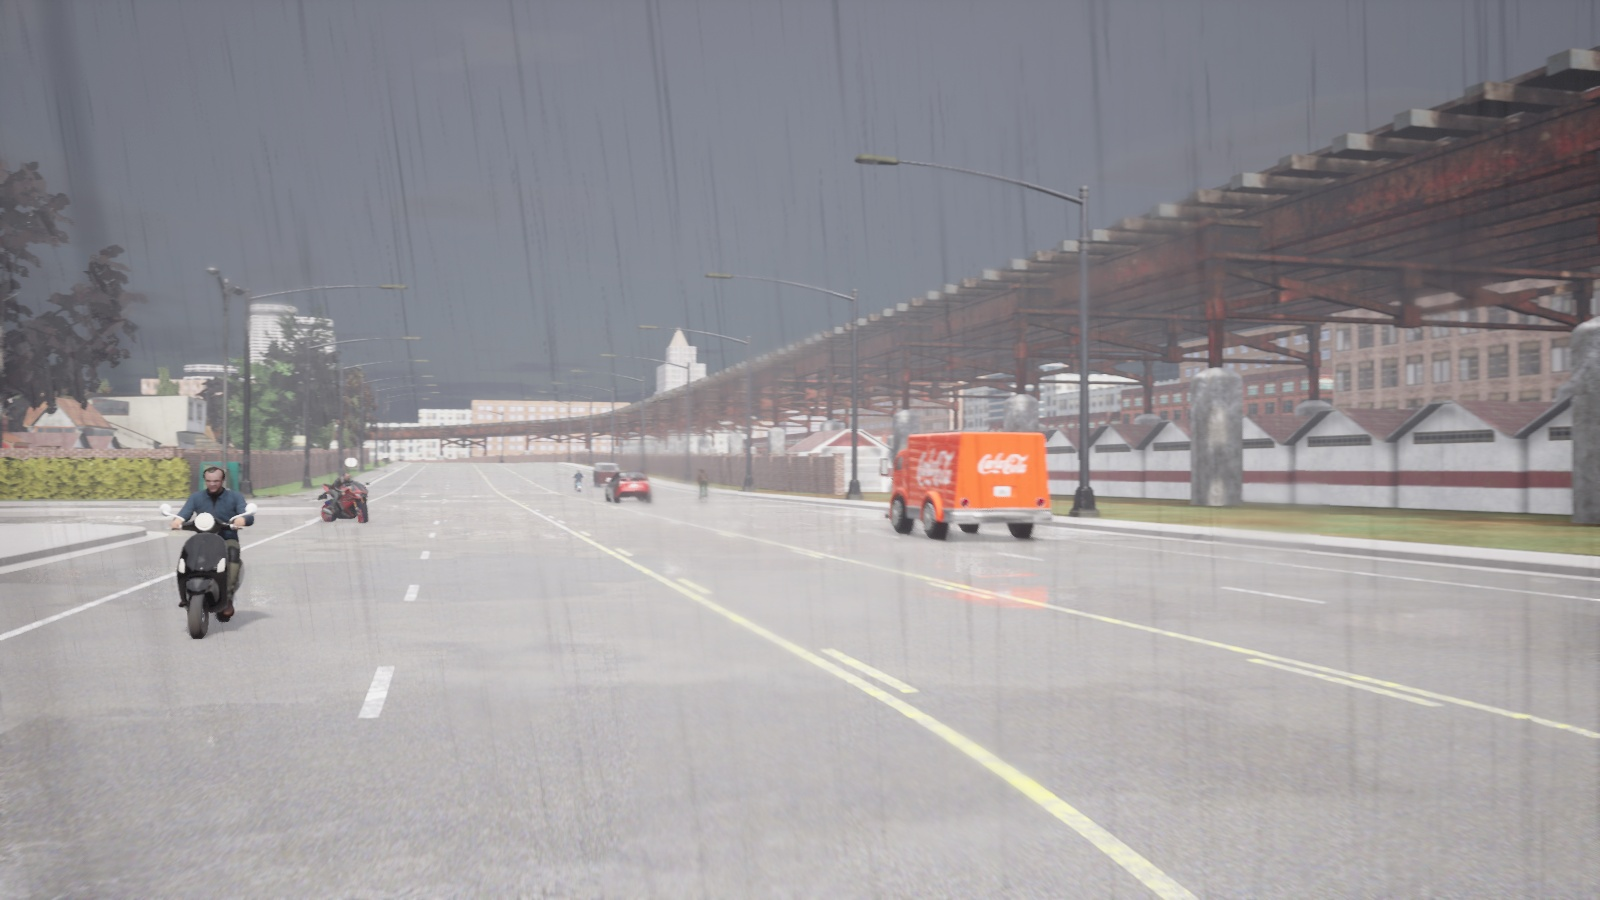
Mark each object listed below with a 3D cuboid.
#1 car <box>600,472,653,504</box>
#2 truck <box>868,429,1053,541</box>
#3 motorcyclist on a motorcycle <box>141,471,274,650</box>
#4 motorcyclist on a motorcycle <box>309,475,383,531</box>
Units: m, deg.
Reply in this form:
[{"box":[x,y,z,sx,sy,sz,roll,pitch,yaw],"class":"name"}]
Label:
[{"box":[-8.570,1.843,61.775,2.007,1.525,4.514,0,-1,-16],"class":"car"},{"box":[3.746,0.819,30.494,2.627,2.467,5.204,0,-1,-16],"class":"truck"},{"box":[-5.711,1.003,12.211,0.866,1.590,1.817,0,-1,-15],"class":"motorcyclist on a motorcycle"},{"box":[-13.306,1.538,36.794,2.191,1.530,0.866,-1,2,35],"class":"motorcyclist on a motorcycle"}]
